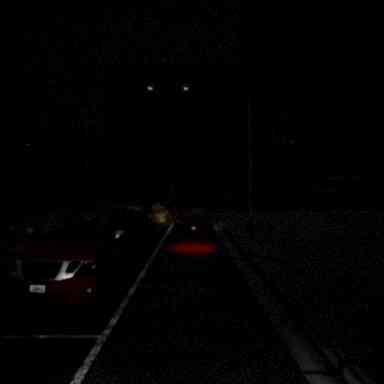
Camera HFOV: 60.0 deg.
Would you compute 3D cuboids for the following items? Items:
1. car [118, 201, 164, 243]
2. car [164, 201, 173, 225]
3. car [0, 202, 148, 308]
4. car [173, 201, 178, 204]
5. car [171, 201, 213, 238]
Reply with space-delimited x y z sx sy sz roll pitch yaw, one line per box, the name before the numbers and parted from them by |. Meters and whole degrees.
car | -2.614 1.335 13.694 2.192 1.841 5.009 1 0 0
car | -2.618 1.563 24.589 1.752 1.417 4.829 1 0 0
car | -2.615 1.326 8.162 2.192 1.841 5.009 1 0 0
car | -1.970 1.591 34.388 1.994 1.385 4.181 0 -1 -28
car | 0.087 1.503 17.713 1.882 1.535 5.008 0 0 0
